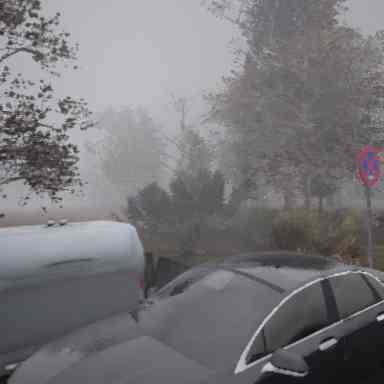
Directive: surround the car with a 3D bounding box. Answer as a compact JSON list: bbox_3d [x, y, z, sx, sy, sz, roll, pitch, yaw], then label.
[{"bbox_3d":[0.697,1.506,3.567,4.892,1.490,1.837,0,0,-35],"label":"car"}]
